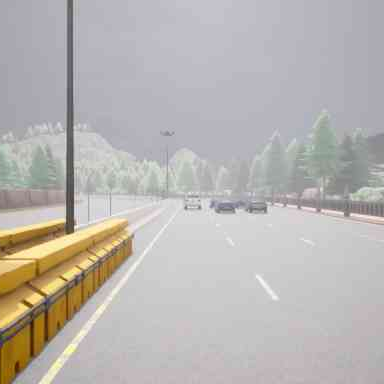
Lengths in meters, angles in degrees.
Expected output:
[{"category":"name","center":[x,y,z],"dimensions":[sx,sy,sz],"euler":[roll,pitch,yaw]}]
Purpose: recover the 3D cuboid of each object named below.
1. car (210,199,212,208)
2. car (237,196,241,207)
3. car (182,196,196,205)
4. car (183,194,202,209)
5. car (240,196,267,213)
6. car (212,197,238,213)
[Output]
[{"category":"car","center":[3.530,1.478,47.477],"dimensions":[1.882,1.535,5.008],"euler":[0,0,0]},{"category":"car","center":[7.021,1.352,46.943],"dimensions":[2.097,1.767,4.553],"euler":[0,0,0]},{"category":"car","center":[-0.521,1.491,58.734],"dimensions":[2.128,1.511,4.902],"euler":[0,0,-5]},{"category":"car","center":[0.103,1.221,44.315],"dimensions":[2.150,2.045,5.566],"euler":[0,0,0]},{"category":"car","center":[7.078,1.492,37.043],"dimensions":[2.128,1.511,4.902],"euler":[0,0,0]},{"category":"car","center":[3.610,1.478,37.004],"dimensions":[1.882,1.535,5.008],"euler":[0,0,0]}]
